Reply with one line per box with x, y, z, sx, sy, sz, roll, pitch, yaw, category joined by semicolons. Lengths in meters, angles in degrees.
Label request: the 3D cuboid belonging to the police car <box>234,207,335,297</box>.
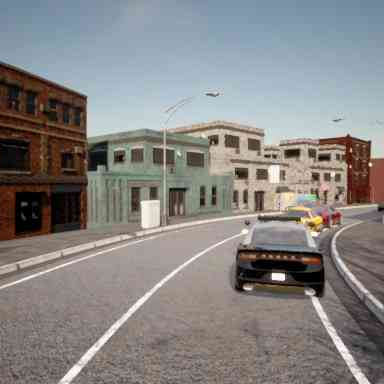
2.316;1.427;8.884;1.930;1.638;5.238;0;0;15;police car

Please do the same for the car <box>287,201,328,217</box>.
5.783;1.470;17.631;1.801;1.575;5.366;1;0;28;car

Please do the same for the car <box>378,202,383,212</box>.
24.019;1.679;40.135;4.181;1.385;1.994;0;1;-44;car

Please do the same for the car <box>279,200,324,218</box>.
10.382;1.546;31.180;2.033;1.411;5.357;1;0;42;car

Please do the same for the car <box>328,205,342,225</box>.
8.673;1.555;22.225;1.812;1.442;4.674;1;0;36;car
